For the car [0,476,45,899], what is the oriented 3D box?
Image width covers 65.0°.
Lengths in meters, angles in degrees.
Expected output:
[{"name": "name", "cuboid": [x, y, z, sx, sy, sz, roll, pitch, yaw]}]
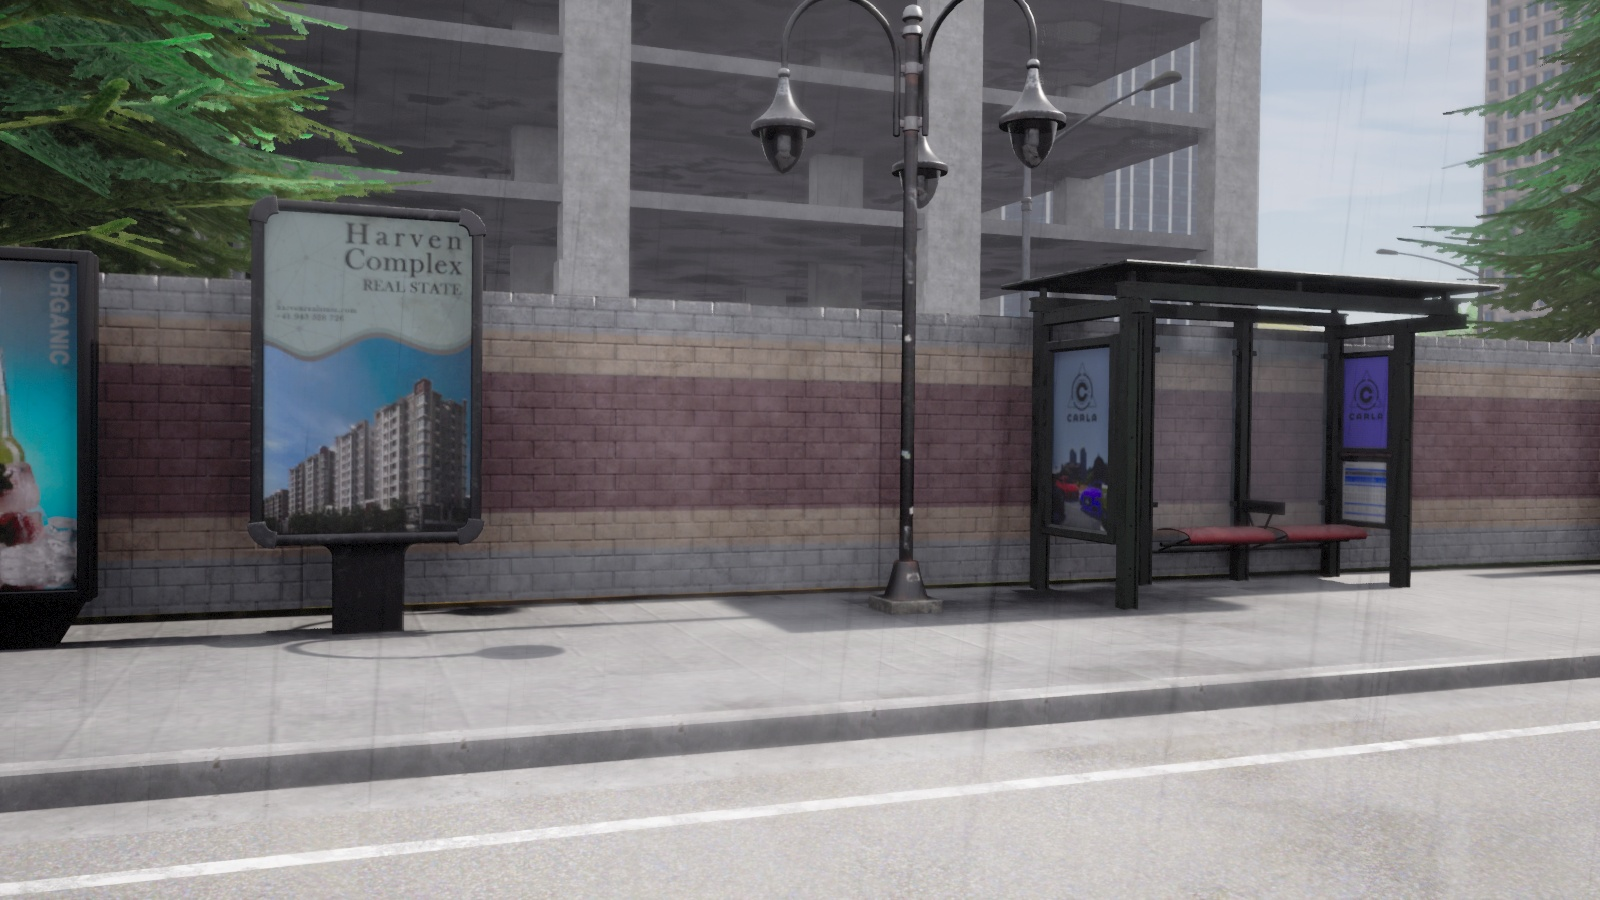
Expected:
[{"name": "car", "cuboid": [-3.928, 0.838, 1.747, 4.674, 1.442, 1.812, -1, 1, -21]}]
